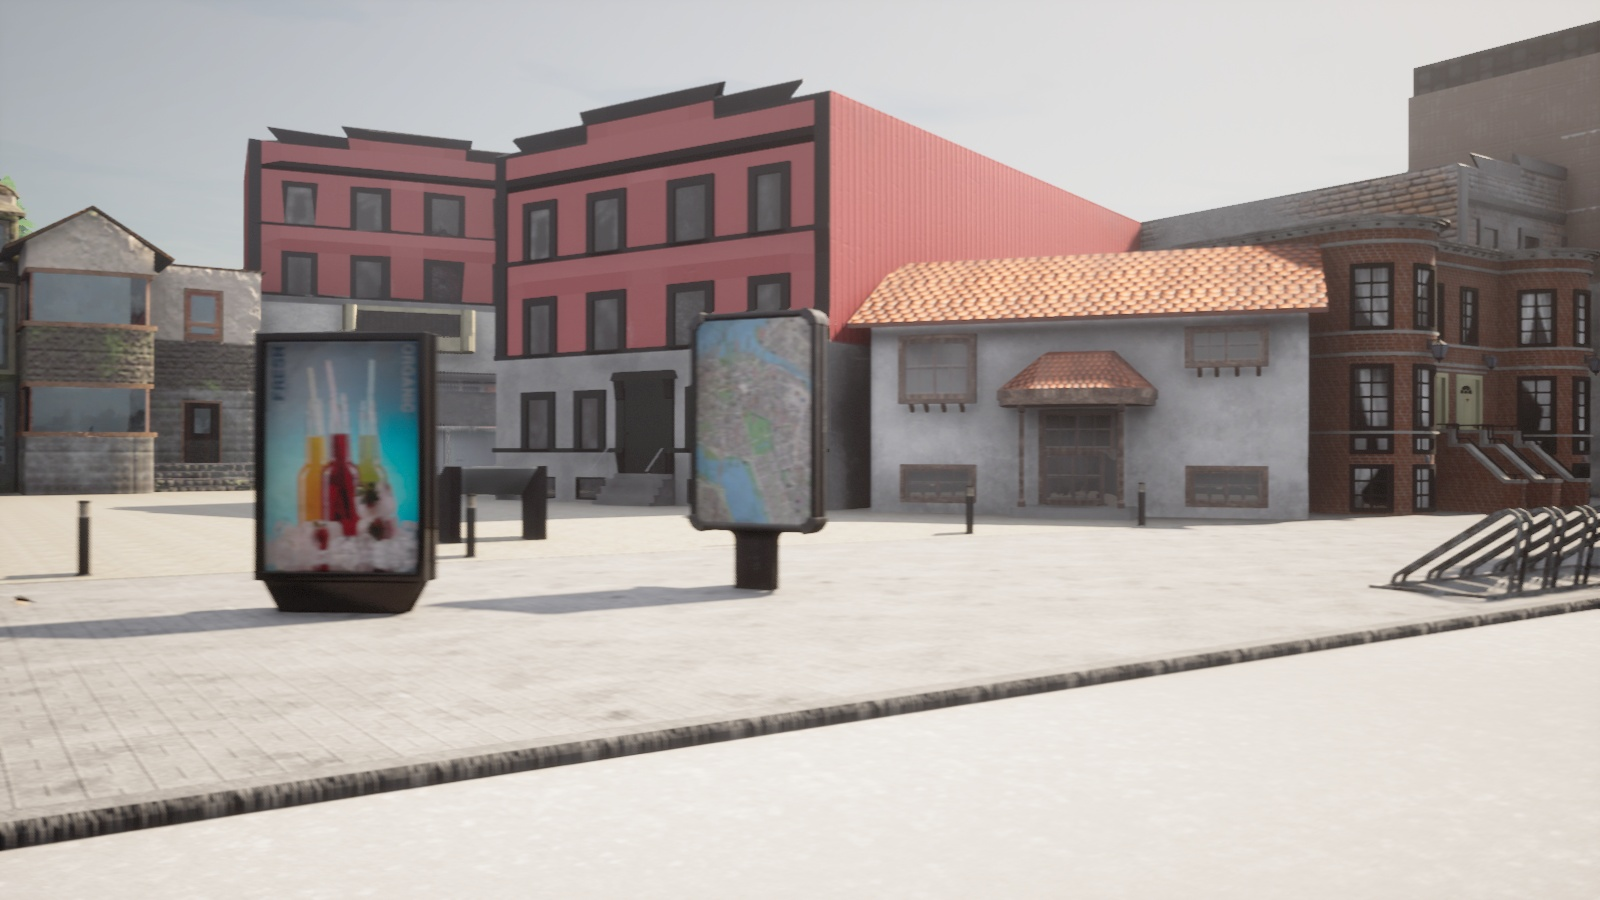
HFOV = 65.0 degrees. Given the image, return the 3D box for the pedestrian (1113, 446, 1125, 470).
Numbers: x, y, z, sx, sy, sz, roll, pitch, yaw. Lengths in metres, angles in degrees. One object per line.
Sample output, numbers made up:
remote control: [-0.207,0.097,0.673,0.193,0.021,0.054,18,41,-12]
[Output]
pedestrian: [24.248,0.638,95.505,0.328,1.805,0.869,0,0,-35]
